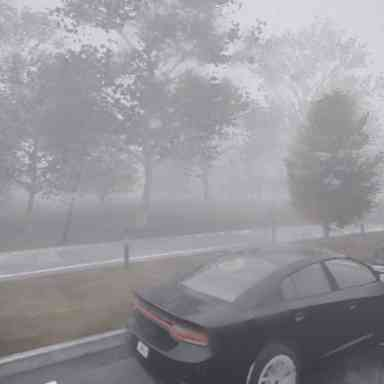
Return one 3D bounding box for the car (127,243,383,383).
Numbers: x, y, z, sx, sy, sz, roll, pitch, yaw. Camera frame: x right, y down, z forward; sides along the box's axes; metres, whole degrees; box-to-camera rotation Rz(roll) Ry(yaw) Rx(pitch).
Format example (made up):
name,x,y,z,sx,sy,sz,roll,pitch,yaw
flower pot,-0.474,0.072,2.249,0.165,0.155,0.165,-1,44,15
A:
name,x,y,z,sx,sy,sz,roll,pitch,yaw
car,1.554,1.506,4.911,5.008,1.535,2.097,-1,0,-33
